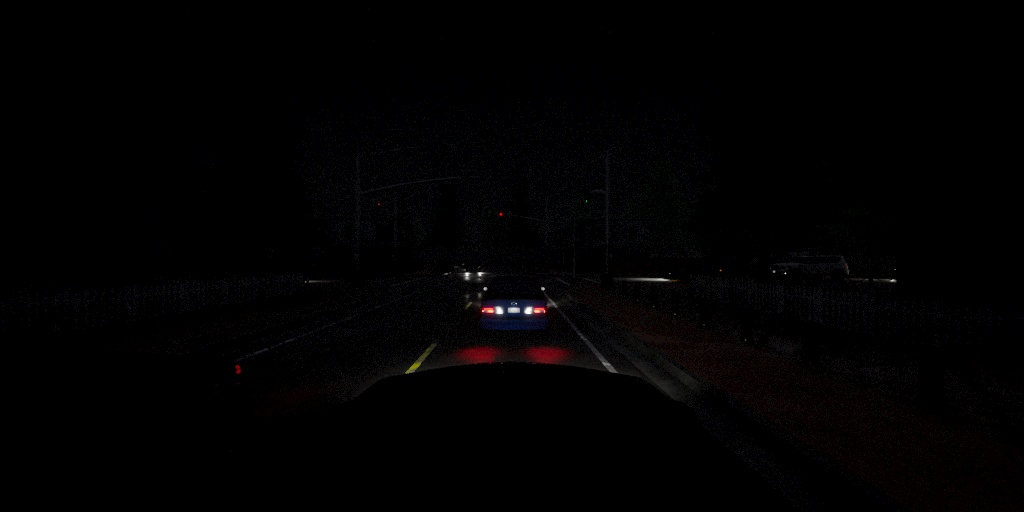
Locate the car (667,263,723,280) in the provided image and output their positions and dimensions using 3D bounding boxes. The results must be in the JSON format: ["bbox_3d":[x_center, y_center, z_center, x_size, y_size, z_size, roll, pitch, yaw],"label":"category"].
[{"bbox_3d":[15.313,1.299,30.194,4.181,1.385,1.994,0,0,2],"label":"car"}]

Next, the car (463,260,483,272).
[{"bbox_3d":[-4.780,1.220,44.704,1.837,1.490,4.892,0,0,-6],"label":"car"}]

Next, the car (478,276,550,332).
[{"bbox_3d":[0.062,1.297,10.777,2.033,1.411,5.357,0,0,0],"label":"car"}]

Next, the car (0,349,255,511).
[{"bbox_3d":[-3.601,1.314,1.907,1.994,1.385,4.181,0,0,0],"label":"car"}]

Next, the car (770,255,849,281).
[{"bbox_3d":[24.678,0.956,29.915,5.566,2.045,2.150,0,0,1],"label":"car"}]

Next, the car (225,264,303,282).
[{"bbox_3d":[-18.938,1.282,27.491,5.357,1.411,2.033,0,0,2],"label":"car"}]

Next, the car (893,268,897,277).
[{"bbox_3d":[34.524,1.087,29.607,4.553,1.767,2.097,0,0,2],"label":"car"}]
